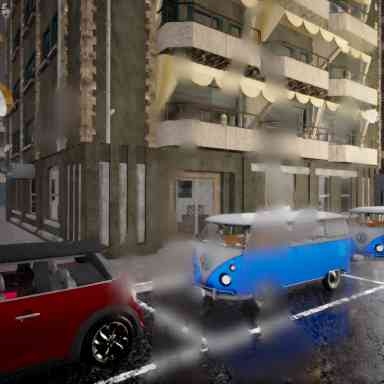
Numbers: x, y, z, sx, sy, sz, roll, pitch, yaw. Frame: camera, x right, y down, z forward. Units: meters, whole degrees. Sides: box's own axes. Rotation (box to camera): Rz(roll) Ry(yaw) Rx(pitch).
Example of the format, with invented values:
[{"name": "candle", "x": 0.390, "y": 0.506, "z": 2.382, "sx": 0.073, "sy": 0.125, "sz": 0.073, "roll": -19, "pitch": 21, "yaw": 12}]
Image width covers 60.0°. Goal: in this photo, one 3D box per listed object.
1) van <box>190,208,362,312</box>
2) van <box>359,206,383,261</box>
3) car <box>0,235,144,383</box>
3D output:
[{"name": "van", "x": 1.860, "y": 1.343, "z": 7.435, "sx": 3.998, "sy": 1.788, "sz": 1.690, "roll": 0, "pitch": 0, "yaw": -36}, {"name": "van", "x": 6.485, "y": 1.346, "z": 10.750, "sx": 3.998, "sy": 1.788, "sz": 1.690, "roll": 0, "pitch": 0, "yaw": -36}, {"name": "car", "x": -2.765, "y": 1.440, "z": 4.121, "sx": 4.097, "sy": 1.590, "sz": 1.967, "roll": 0, "pitch": 0, "yaw": -36}]
